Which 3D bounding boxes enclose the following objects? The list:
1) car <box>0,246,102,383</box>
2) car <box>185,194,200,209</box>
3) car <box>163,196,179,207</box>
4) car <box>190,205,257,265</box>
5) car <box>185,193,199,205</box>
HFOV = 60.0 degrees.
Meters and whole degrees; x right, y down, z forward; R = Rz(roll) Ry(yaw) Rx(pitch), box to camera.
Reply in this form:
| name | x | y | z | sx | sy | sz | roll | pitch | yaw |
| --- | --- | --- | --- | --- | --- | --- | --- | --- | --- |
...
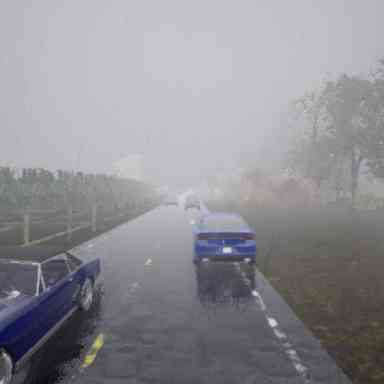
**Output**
| name | x | y | z | sx | sy | sz | roll | pitch | yaw |
| --- | --- | --- | --- | --- | --- | --- | --- | --- | --- |
| car | -2.851 | 1.581 | 4.848 | 1.895 | 1.301 | 4.718 | 0 | 0 | 0 |
| car | 0.086 | 1.363 | 40.842 | 2.033 | 1.411 | 5.357 | 0 | 0 | 0 |
| car | -2.832 | 1.293 | 46.023 | 1.837 | 1.490 | 4.892 | 0 | 0 | 0 |
| car | 0.963 | 1.431 | 11.583 | 1.882 | 1.535 | 5.008 | 0 | 0 | 0 |
| car | 0.003 | 1.103 | 52.815 | 2.097 | 1.767 | 4.553 | 0 | 0 | 0 |
